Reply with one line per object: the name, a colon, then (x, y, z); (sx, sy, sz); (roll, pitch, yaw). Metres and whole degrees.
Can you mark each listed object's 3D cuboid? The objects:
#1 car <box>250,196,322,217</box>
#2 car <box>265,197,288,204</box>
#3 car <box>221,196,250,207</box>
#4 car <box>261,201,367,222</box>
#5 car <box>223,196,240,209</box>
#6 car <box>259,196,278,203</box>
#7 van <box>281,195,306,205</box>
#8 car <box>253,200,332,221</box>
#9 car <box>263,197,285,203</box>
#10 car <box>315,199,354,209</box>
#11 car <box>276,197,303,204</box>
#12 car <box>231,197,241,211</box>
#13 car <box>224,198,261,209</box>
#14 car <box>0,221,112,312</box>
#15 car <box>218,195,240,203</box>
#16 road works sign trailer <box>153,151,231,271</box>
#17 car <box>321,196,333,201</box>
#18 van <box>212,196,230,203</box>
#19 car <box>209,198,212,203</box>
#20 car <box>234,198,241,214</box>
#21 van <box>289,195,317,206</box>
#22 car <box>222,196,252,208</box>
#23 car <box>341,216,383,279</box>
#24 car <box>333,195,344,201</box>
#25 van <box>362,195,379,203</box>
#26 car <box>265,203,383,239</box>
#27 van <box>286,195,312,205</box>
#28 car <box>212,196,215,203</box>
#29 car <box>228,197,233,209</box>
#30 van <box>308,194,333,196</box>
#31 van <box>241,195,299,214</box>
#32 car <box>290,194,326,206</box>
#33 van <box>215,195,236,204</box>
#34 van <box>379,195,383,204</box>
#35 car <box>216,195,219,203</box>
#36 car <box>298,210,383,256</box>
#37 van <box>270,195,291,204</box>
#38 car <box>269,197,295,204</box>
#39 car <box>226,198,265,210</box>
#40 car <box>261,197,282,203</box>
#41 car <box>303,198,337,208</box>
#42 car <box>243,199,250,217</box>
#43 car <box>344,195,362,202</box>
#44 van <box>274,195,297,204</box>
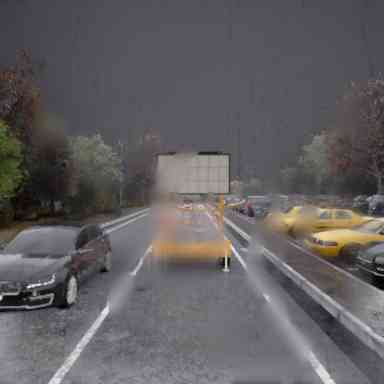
car: (7.033, 1.409, 25.291); (4.553, 1.767, 2.185); (0, 0, 0)
car: (20.476, 2.025, 80.512); (4.892, 1.521, 2.231); (0, -1, 0)
car: (7.192, 1.569, 55.826); (4.553, 1.767, 2.185); (0, 0, 0)
car: (7.147, 1.520, 19.743); (5.366, 1.575, 1.946); (0, 0, 0)
car: (6.937, 1.618, 41.946); (5.366, 1.575, 1.946); (0, 0, 0)
car: (20.511, 2.077, 88.824); (4.553, 1.767, 2.185); (0, -1, 0)
van: (20.266, 1.521, 66.820); (4.442, 1.987, 1.878); (0, -1, 0)
car: (6.976, 1.527, 22.512); (4.892, 1.521, 2.231); (0, 0, 0)
car: (20.497, 2.084, 83.282); (5.008, 1.535, 2.097); (0, -1, 0)
car: (20.245, 1.683, 47.419); (4.674, 1.452, 2.002); (0, 0, 0)
car: (20.407, 1.787, 69.435); (5.008, 1.535, 2.097); (0, -1, 0)
car: (7.053, 1.621, 36.393); (4.792, 1.488, 2.163); (0, 0, 0)
car: (7.157, 1.651, 47.497); (4.892, 1.521, 2.231); (0, 0, 0)
car: (-3.246, 1.518, 7.975); (1.837, 1.490, 4.892); (0, 0, 0)
car: (6.997, 1.662, 50.274); (5.366, 1.575, 1.946); (0, 0, 0)
road works sign trailer: (0.053, 0.483, 10.952); (2.380, 3.560, 2.880); (0, 0, 3)
car: (20.216, 1.627, 44.524); (5.008, 1.535, 2.097); (0, 0, 0)
van: (7.561, 1.929, 86.343); (4.442, 1.987, 1.878); (0, -1, 0)
car: (7.429, 2.095, 83.563); (5.008, 1.535, 2.097); (0, -1, 0)
car: (7.033, 1.606, 33.617); (4.792, 1.488, 2.163); (0, 0, 0)
van: (20.459, 1.491, 61.270); (4.442, 1.987, 1.878); (0, 0, 0)
car: (7.172, 1.554, 53.050); (4.553, 1.767, 2.185); (0, 0, 0)
car: (6.888, 1.554, 8.643); (4.892, 1.521, 2.231); (0, 0, 0)
car: (20.153, 1.347, 38.984); (5.566, 2.045, 2.435); (0, 0, 0)
van: (20.024, 1.343, 33.445); (4.442, 1.987, 1.878); (0, 0, 0)
car: (6.757, 1.524, 17.093); (5.366, 1.575, 1.946); (0, 0, 0)
van: (20.478, 1.505, 63.915); (4.442, 1.987, 1.878); (0, 0, 0)
car: (7.332, 1.502, 66.931); (5.566, 2.045, 2.435); (0, 0, 0)
car: (7.073, 1.635, 39.169); (4.792, 1.488, 2.163); (0, 0, 0)
van: (20.379, 1.432, 50.190); (4.442, 1.987, 1.878); (0, 0, 0)
van: (7.159, 1.336, 30.841); (4.442, 1.987, 1.878); (0, 0, 0)
car: (20.294, 1.451, 58.501); (5.566, 2.045, 2.435); (0, 0, 0)
van: (7.227, 1.632, 72.467); (4.442, 1.987, 1.878); (0, -1, 0)
van: (20.238, 1.328, 30.673); (4.442, 1.987, 1.878); (0, 0, 0)
car: (7.238, 1.709, 58.601); (5.008, 1.535, 2.097); (0, 0, 0)
car: (6.716, 1.540, 11.420); (5.366, 1.575, 1.946); (0, 0, 0)
van: (20.579, 1.739, 77.747); (4.442, 1.987, 1.878); (0, -1, 0)
car: (20.257, 1.903, 74.973); (5.366, 1.575, 1.946); (0, -1, 0)
car: (7.149, 1.637, 44.721); (4.892, 1.521, 2.231); (0, 0, 0)
car: (20.518, 2.146, 86.177); (5.008, 1.535, 2.097); (0, -1, 0)
car: (20.279, 1.712, 52.833); (4.674, 1.452, 2.002); (0, 0, 0)
car: (7.052, 1.576, 28.064); (4.792, 1.488, 2.163); (0, 0, 0)
car: (20.133, 1.332, 36.214); (5.566, 2.045, 2.435); (0, 0, 0)
van: (20.305, 1.621, 72.210); (4.442, 1.987, 1.878); (0, -1, 0)
